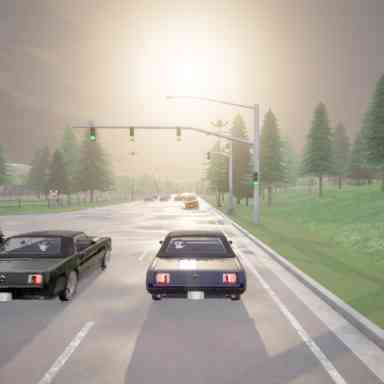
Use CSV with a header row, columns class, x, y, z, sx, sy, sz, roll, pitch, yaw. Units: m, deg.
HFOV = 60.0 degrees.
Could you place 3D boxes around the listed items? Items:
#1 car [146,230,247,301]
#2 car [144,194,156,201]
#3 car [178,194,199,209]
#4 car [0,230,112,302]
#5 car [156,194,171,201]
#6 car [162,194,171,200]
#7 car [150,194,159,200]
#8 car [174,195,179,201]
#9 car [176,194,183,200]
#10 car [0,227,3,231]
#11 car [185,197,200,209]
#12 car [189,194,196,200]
class,x,y,z,sx,sy,sz,roll,pitch,yaw
car,0.096,1.601,8.301,1.895,1.301,4.718,0,0,0
car,-10.340,1.531,80.609,2.033,1.411,5.357,0,0,0
car,-0.327,1.057,46.582,1.882,1.535,5.008,-11,16,-7
car,-3.384,1.601,8.223,1.895,1.301,4.718,0,0,0
car,-6.840,1.531,80.602,2.033,1.411,5.357,0,0,0
car,-6.819,1.372,91.022,2.033,1.411,5.357,0,0,0
car,-10.319,1.332,91.029,1.837,1.490,4.892,0,0,0
car,-3.339,1.545,81.012,1.994,1.385,4.181,0,0,0
car,-3.319,1.357,91.015,1.812,1.442,4.674,0,0,0
car,-6.886,1.220,8.046,2.150,2.045,5.566,0,0,0
car,0.096,1.591,49.966,2.033,1.411,5.357,0,2,0
car,0.181,1.372,91.008,2.033,1.411,5.357,0,0,0
